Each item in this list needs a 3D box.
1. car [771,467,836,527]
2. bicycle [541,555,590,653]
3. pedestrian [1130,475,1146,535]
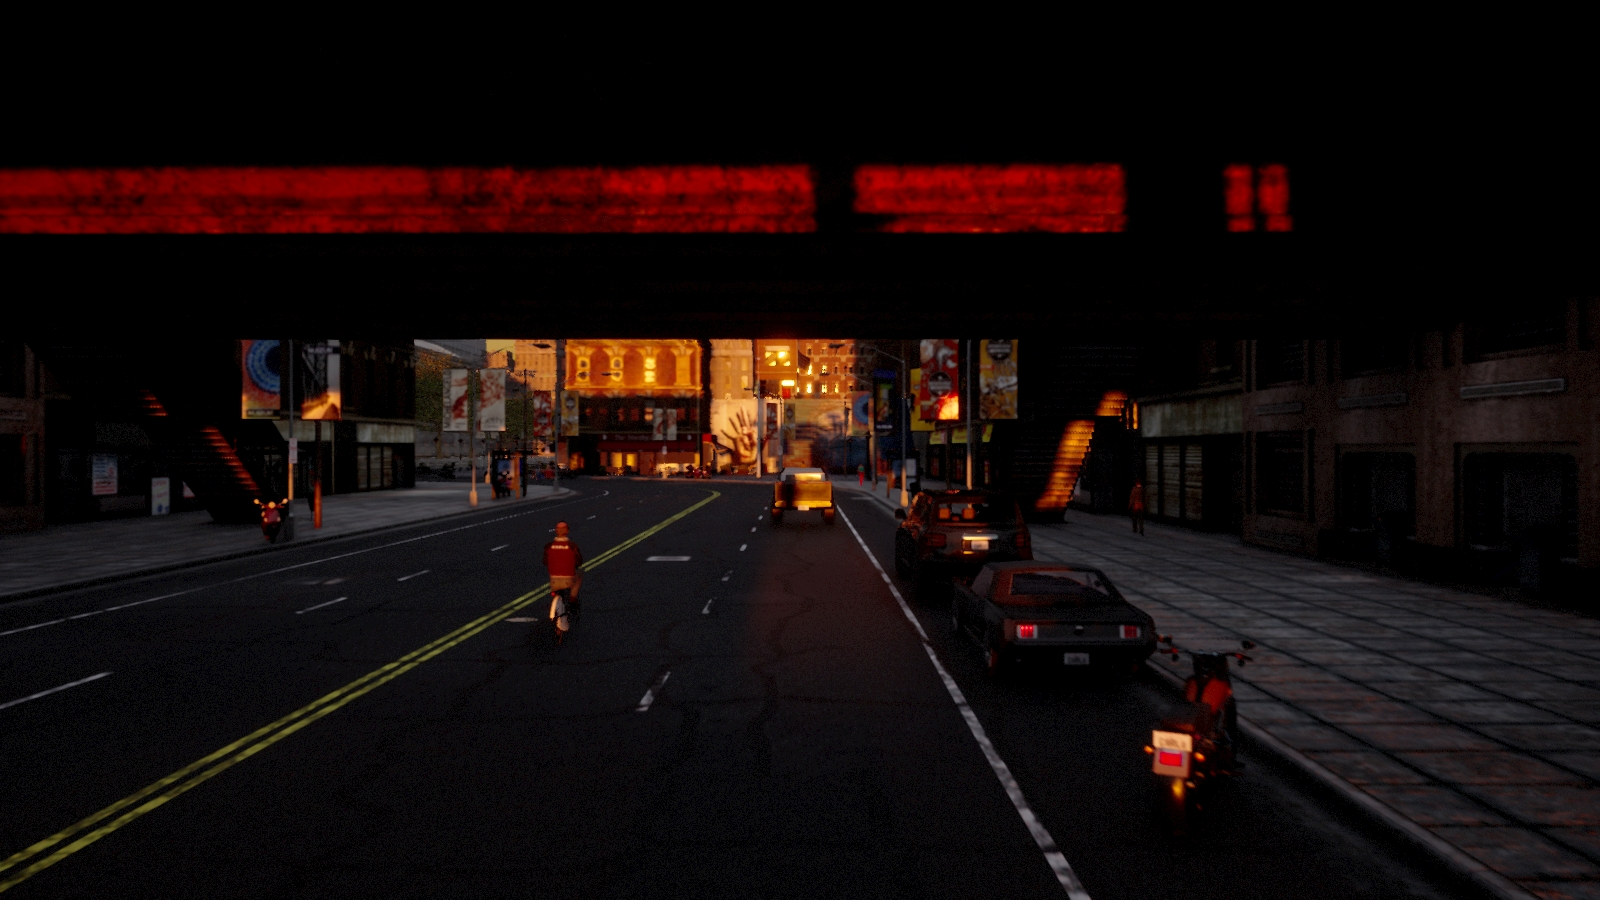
[{"bbox_3d":[0.118,1.754,44.901,2.390,2.098,6.274,0,0,0],"label":"car"},{"bbox_3d":[-3.406,2.210,16.682,0.329,1.171,1.835,0,0,1],"label":"bicycle"},{"bbox_3d":[10.452,1.696,35.358,0.375,1.860,0.375,0,0,1],"label":"pedestrian"}]
